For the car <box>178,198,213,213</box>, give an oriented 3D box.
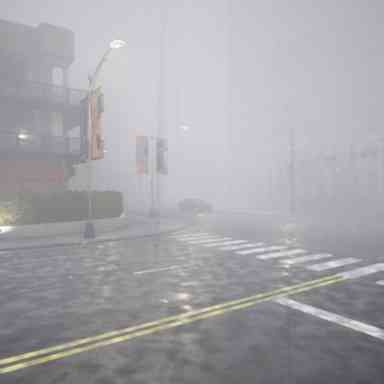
[{"bbox_3d":[0.300,1.461,37.145,1.882,1.535,5.008,0,0,-35],"label":"car"}]
